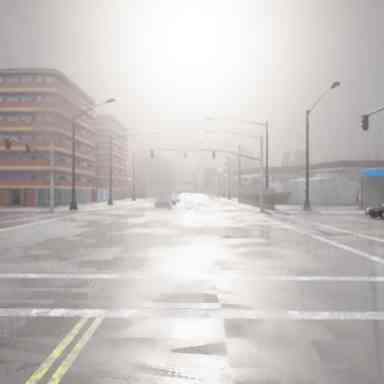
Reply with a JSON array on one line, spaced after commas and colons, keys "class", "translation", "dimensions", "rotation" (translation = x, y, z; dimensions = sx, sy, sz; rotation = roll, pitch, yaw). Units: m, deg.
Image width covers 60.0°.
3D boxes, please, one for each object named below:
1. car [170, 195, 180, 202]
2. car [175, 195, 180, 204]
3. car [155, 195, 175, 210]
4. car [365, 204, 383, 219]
[{"class": "car", "translation": [-3.436, 1.327, 68.698], "dimensions": [1.812, 1.442, 4.674], "rotation": [0, 0, 0]}, {"class": "car", "translation": [-3.519, 1.335, 53.883], "dimensions": [2.128, 1.511, 4.902], "rotation": [0, 0, 0]}, {"class": "car", "translation": [-3.546, 1.357, 41.658], "dimensions": [1.882, 1.535, 5.008], "rotation": [0, 0, 0]}, {"class": "car", "translation": [16.633, 1.427, 26.879], "dimensions": [4.892, 1.490, 1.837], "rotation": [0, 0, 0]}]
